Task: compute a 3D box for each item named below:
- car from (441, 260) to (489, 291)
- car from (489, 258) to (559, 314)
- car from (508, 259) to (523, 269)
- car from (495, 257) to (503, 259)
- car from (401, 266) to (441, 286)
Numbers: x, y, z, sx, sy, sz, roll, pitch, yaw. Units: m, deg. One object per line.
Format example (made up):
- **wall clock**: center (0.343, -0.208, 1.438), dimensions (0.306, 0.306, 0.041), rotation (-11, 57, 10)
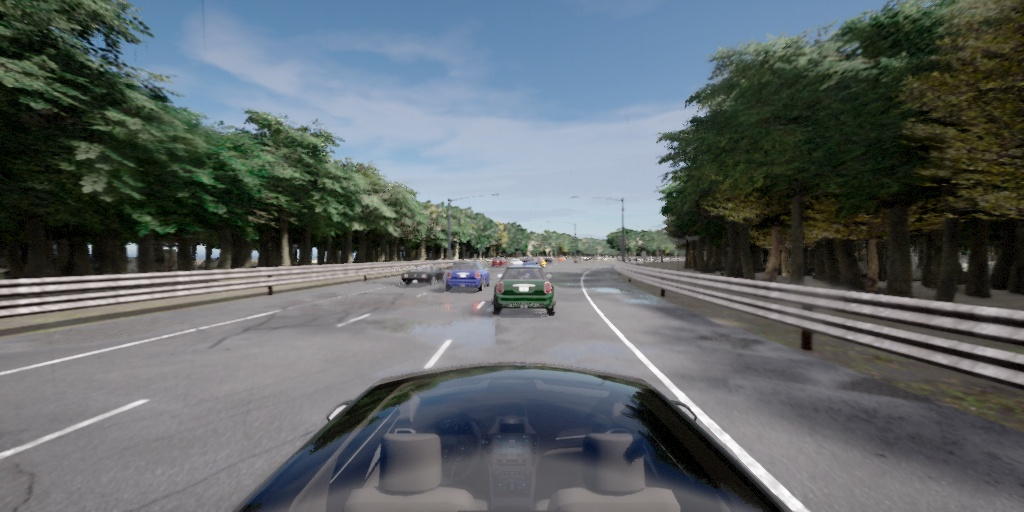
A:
- **car**: center (-2.564, 1.098, 21.769), dimensions (2.097, 1.767, 4.553), rotation (0, 0, 3)
- **car**: center (0.472, 1.105, 13.872), dimensions (2.097, 1.767, 4.553), rotation (0, 0, 2)
- **car**: center (0.665, 1.208, 56.365), dimensions (1.812, 1.442, 4.674), rotation (0, 0, 8)
- **car**: center (-2.057, 1.010, 62.616), dimensions (2.097, 1.767, 4.553), rotation (0, 0, 9)
- **car**: center (-6.037, 1.326, 25.216), dimensions (1.895, 1.301, 4.718), rotation (1, 0, 4)
